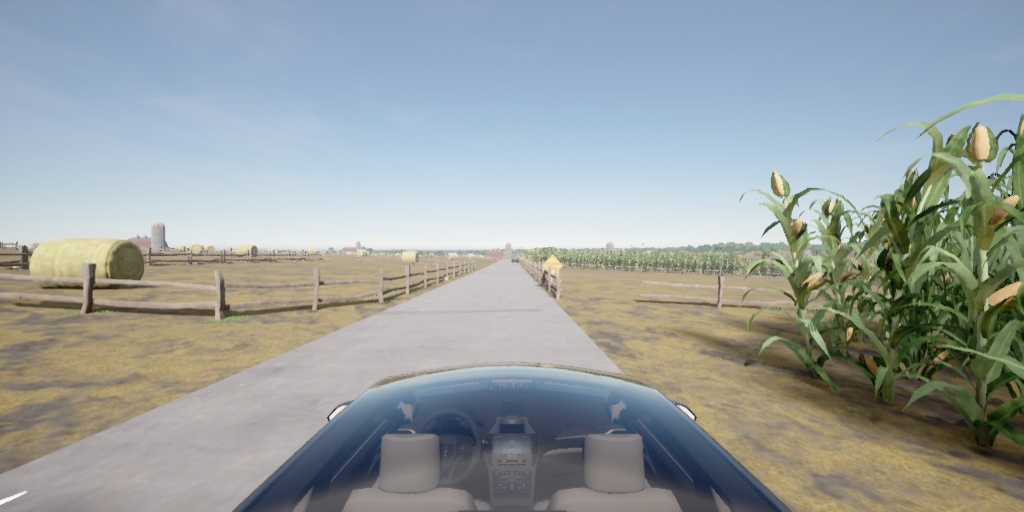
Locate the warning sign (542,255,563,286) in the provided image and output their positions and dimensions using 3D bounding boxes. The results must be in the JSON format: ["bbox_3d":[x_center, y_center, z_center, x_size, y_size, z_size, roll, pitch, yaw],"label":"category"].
[{"bbox_3d":[2.450,0.861,22.025,1.300,1.860,1.060,0,0,0],"label":"warning sign"}]
